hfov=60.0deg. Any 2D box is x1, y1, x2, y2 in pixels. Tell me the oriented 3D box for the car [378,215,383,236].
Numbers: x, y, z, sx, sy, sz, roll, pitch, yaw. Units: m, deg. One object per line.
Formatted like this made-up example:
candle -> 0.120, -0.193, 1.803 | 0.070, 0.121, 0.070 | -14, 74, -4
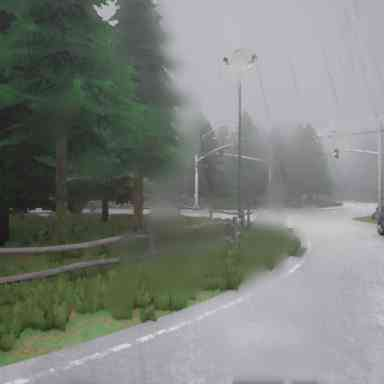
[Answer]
car -> 10.250, 1.350, 15.377 | 2.097, 1.767, 4.553 | 0, 0, 15
